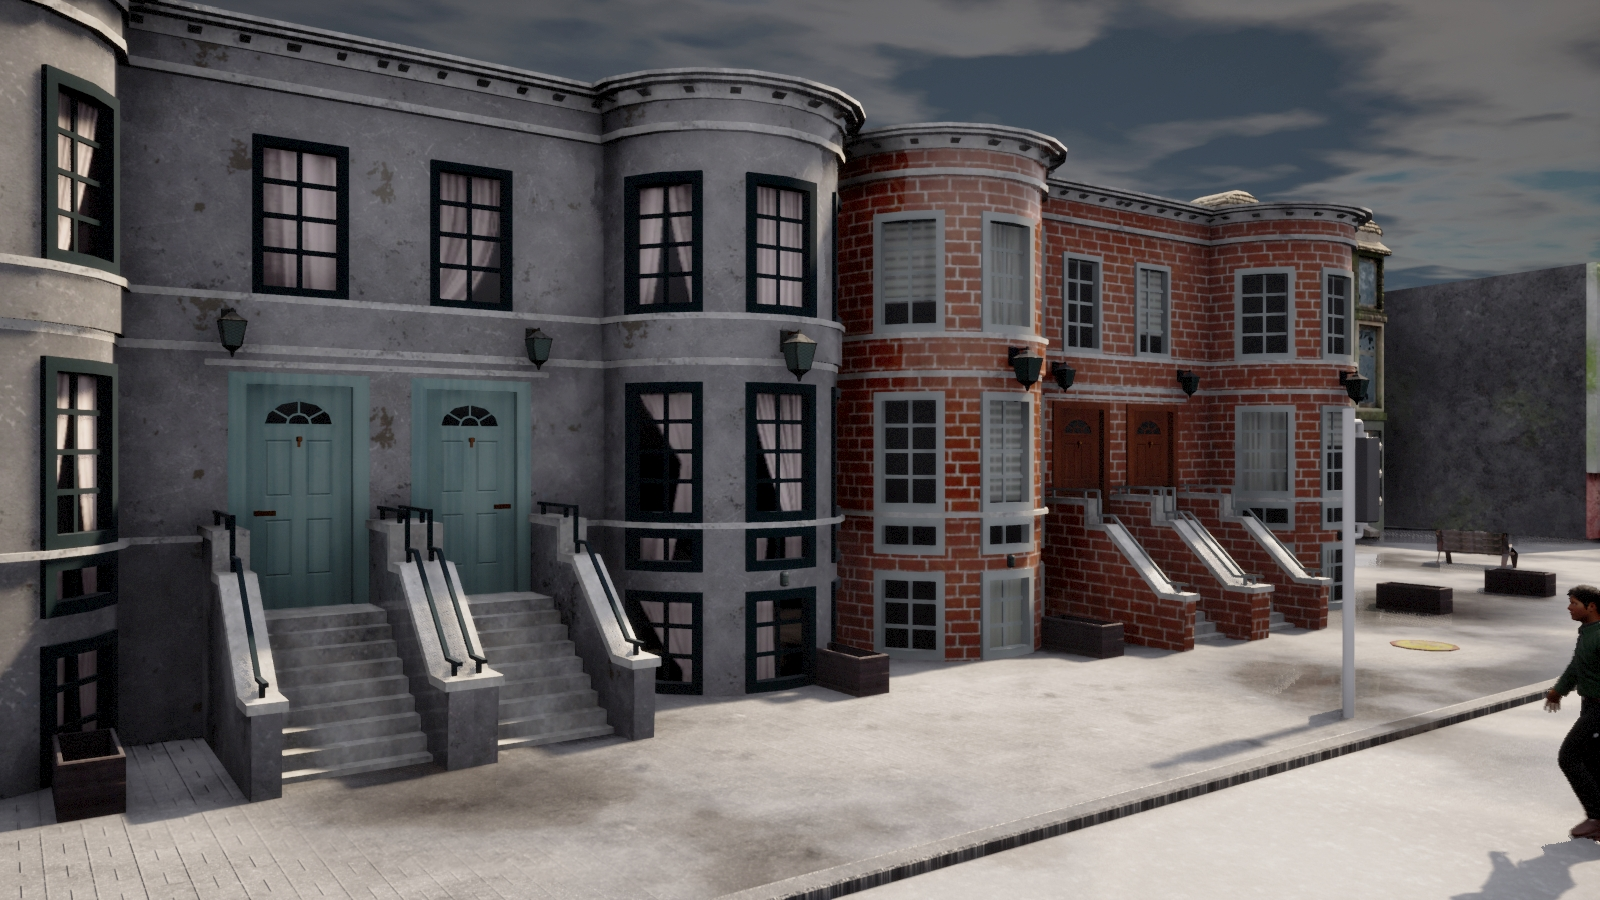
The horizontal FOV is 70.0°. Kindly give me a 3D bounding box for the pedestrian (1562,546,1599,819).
[{"bbox_3d":[5.659,1.629,8.085,0.375,1.860,0.375,0,0,22],"label":"pedestrian"}]
